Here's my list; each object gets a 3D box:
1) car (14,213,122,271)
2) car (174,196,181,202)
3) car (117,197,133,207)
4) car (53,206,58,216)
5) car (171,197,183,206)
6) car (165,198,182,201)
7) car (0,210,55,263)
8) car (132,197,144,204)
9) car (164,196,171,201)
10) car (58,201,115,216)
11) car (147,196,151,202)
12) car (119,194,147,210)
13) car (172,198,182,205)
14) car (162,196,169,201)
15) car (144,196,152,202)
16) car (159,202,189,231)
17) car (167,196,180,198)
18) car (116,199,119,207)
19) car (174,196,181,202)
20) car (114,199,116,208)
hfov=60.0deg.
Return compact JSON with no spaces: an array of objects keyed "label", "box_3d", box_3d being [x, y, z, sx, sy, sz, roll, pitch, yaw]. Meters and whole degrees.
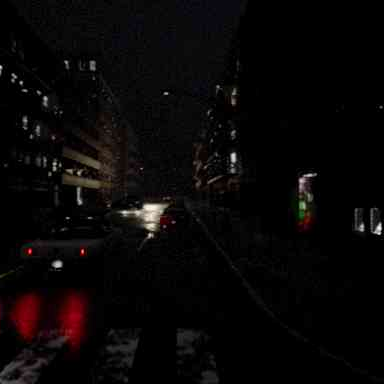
[{"label":"car","box_3d":[-3.488,1.551,10.633,1.895,1.301,4.718,1,0,-2]},{"label":"car","box_3d":[-4.093,1.903,94.466,1.967,1.590,4.097,1,0,-2]},{"label":"car","box_3d":[-10.904,1.594,54.576,1.967,1.590,4.097,1,0,-2]},{"label":"car","box_3d":[-9.792,1.557,26.293,1.947,1.339,4.313,1,0,-2]},{"label":"car","box_3d":[-2.752,1.701,60.523,1.967,1.590,4.097,1,0,-2]},{"label":"car","box_3d":[-1.861,1.674,37.894,1.887,1.381,4.507,1,0,-2]},{"label":"car","box_3d":[-6.620,1.492,11.404,1.994,1.385,4.181,1,0,-2]},{"label":"car","box_3d":[-11.577,1.799,71.547,1.887,1.381,4.507,1,0,-2]},{"label":"car","box_3d":[-6.738,1.801,92.948,1.837,1.490,4.892,1,0,-2]},{"label":"car","box_3d":[-7.079,1.541,23.018,2.033,1.411,5.357,1,0,-2]},{"label":"car","box_3d":[-12.247,1.900,88.519,1.887,1.381,4.507,1,0,-2]},{"label":"car","box_3d":[-7.847,1.347,44.783,2.150,2.045,5.566,1,-1,-2]},{"label":"car","box_3d":[-2.978,1.845,66.179,2.008,1.369,4.403,1,0,-2]},{"label":"car","box_3d":[-6.336,1.916,82.753,1.895,1.301,4.718,1,0,-2]},{"label":"car","box_3d":[-12.463,1.913,94.006,1.752,1.417,4.829,1,0,-2]},{"label":"car","box_3d":[-1.117,1.578,20.928,1.887,1.381,4.507,1,0,-2]},{"label":"car","box_3d":[-2.308,1.745,49.208,2.008,1.369,4.403,1,0,-2]},{"label":"car","box_3d":[-10.683,1.687,48.918,1.947,1.339,4.313,1,0,-2]},{"label":"car","box_3d":[-3.869,1.869,88.809,1.967,1.590,4.097,1,0,-2]},{"label":"car","box_3d":[-10.237,1.638,37.604,1.802,1.307,4.206,1,0,-2]}]
